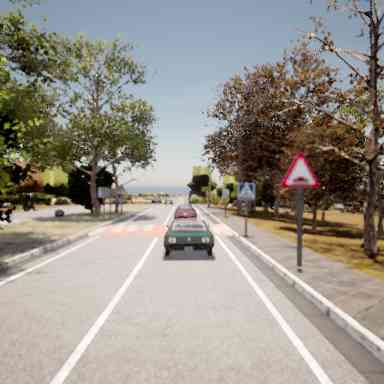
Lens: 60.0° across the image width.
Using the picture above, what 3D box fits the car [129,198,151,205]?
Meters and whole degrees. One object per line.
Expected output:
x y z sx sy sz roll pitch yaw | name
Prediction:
-12.274 2.234 78.988 4.892 1.521 2.231 0 -2 -2 | car

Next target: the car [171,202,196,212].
-0.568 1.795 29.306 1.994 1.385 4.181 0 0 -1 | car

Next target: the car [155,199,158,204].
-12.463 2.271 87.311 5.566 2.045 2.435 0 -2 -2 | car

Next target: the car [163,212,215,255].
-0.158 1.772 14.141 1.895 1.301 4.718 0 0 -1 | car

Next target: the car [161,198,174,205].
-4.983 2.095 71.702 2.128 1.511 4.902 0 -1 -2 | car

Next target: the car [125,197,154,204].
-12.009 2.149 76.227 5.366 1.575 1.946 0 -2 -2 | car

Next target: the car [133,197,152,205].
-12.448 2.295 84.536 4.553 1.767 2.185 0 -2 -2 | car
